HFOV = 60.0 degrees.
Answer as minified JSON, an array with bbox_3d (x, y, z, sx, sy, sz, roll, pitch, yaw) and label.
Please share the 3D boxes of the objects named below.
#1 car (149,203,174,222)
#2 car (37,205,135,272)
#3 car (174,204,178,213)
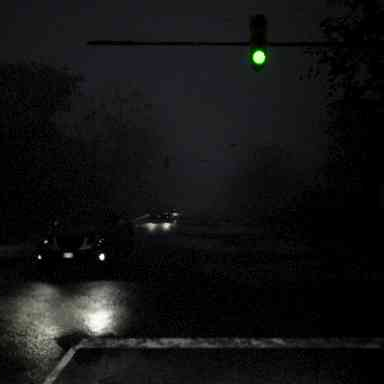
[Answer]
[{"bbox_3d":[-3.533,2.237,37.475,2.150,2.045,5.566,0,-1,-1],"label":"car"},{"bbox_3d":[-3.515,1.526,12.211,2.150,2.045,5.566,0,-2,0],"label":"car"},{"bbox_3d":[-3.426,2.640,54.529,1.837,1.490,4.892,0,0,1],"label":"car"}]
